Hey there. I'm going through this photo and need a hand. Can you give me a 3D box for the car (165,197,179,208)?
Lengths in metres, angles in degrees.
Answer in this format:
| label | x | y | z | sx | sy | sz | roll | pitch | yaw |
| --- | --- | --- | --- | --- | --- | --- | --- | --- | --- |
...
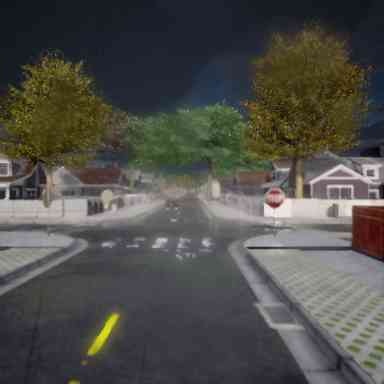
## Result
| label | x | y | z | sx | sy | sz | roll | pitch | yaw |
| --- | --- | --- | --- | --- | --- | --- | --- | --- | --- |
| car | -2.735 | 1.441 | 46.461 | 2.033 | 1.411 | 5.357 | 0 | 0 | 0 |
